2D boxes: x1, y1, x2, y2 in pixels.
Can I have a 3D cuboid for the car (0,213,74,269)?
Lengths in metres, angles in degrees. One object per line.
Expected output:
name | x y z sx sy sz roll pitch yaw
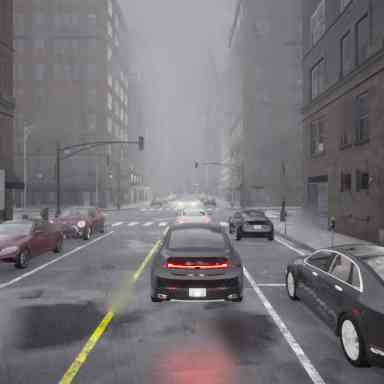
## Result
car | -5.669 1.582 11.060 1.802 1.307 4.206 0 0 0

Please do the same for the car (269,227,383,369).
car | 2.856 1.551 5.558 2.008 1.369 4.403 0 0 0

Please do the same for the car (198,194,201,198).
car | 2.936 1.523 75.287 1.967 1.590 4.097 0 0 0

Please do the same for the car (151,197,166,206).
car | -5.629 1.617 53.665 1.802 1.307 4.206 0 0 0

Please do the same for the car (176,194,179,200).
car | -5.558 1.456 91.525 2.192 1.841 5.009 0 0 0

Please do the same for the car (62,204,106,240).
car | -5.668 1.441 16.562 1.967 1.590 4.097 0 0 0

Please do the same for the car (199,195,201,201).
car | 2.917 1.606 64.468 2.008 1.369 4.403 0 0 0

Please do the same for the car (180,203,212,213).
car | 0.084 1.526 17.373 1.812 1.442 4.674 0 0 -1

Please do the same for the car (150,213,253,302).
car | 0.099 1.505 8.226 1.837 1.490 4.892 0 0 0

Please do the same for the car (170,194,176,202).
car | -5.578 1.625 80.537 1.752 1.417 4.829 0 0 0

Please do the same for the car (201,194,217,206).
car | 2.895 1.475 53.651 1.967 1.590 4.097 0 0 0

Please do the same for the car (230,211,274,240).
car | 2.857 1.566 16.561 1.947 1.339 4.313 0 0 0

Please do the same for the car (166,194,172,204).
car | -5.608 1.606 64.482 2.008 1.369 4.403 0 0 0
